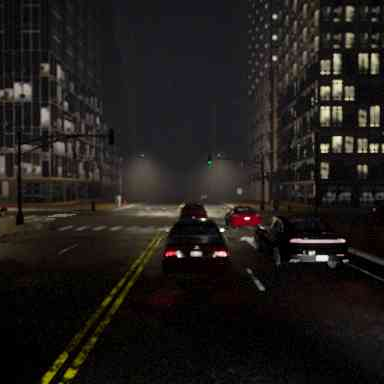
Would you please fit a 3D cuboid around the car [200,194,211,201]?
[{"bbox_3d":[3.224,1.538,76.372,1.895,1.301,4.718,0,0,0],"label":"car"}]

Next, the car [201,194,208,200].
[{"bbox_3d":[3.220,1.295,86.344,1.812,1.442,4.674,0,0,0],"label":"car"}]

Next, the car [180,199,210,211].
[{"bbox_3d":[0.108,1.548,24.733,1.882,1.535,5.008,1,1,0],"label":"car"}]

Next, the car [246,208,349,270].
[{"bbox_3d":[3.348,1.489,10.992,2.128,1.511,4.902,0,0,0],"label":"car"}]

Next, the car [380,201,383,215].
[{"bbox_3d":[21.798,1.655,33.430,4.829,1.417,1.752,1,0,1],"label":"car"}]

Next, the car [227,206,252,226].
[{"bbox_3d":[3.336,1.626,22.155,1.994,1.385,4.181,0,-2,0],"label":"car"}]

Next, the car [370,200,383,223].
[{"bbox_3d":[16.193,1.529,25.142,5.009,1.841,2.192,1,0,1],"label":"car"}]

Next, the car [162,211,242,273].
[{"bbox_3d":[0.099,1.545,10.564,2.033,1.411,5.357,0,0,0],"label":"car"}]

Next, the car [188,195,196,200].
[{"bbox_3d":[-0.031,1.488,87.810,1.994,1.385,4.181,0,0,0],"label":"car"}]

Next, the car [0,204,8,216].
[{"bbox_3d":[-18.218,1.217,28.277,4.553,1.767,2.097,1,1,1],"label":"car"}]

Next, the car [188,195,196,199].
[{"bbox_3d":[-0.027,1.545,77.720,1.895,1.301,4.718,0,0,0],"label":"car"}]
